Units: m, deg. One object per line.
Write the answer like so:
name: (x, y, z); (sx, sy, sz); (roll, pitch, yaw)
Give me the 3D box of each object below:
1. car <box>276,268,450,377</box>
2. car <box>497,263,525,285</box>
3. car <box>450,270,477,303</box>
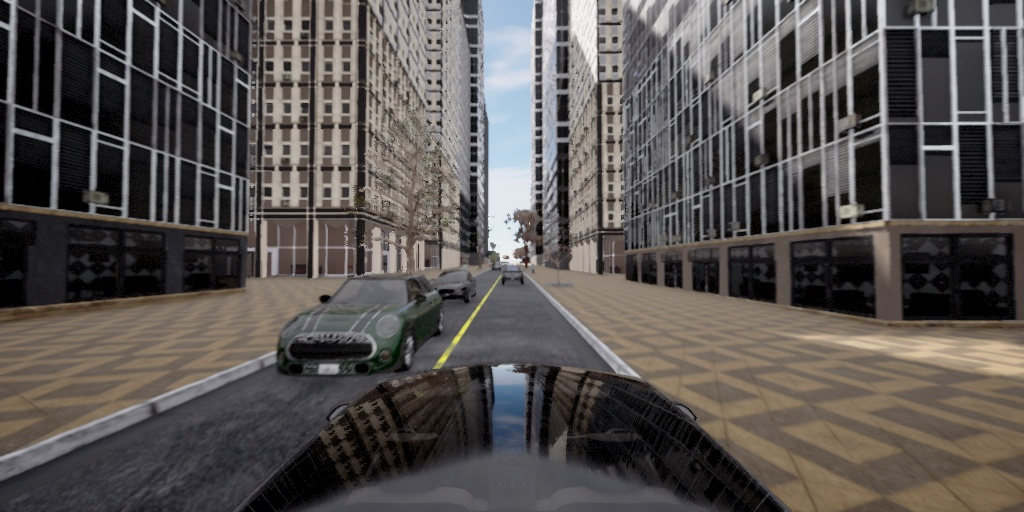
car: (-2.851, 1.179, 7.784); (2.097, 1.767, 4.553); (0, -1, 0)
car: (0.066, 1.593, 30.725); (2.128, 1.511, 4.902); (0, -1, 0)
car: (-2.858, 1.457, 18.145); (1.837, 1.490, 4.892); (0, -1, 0)
